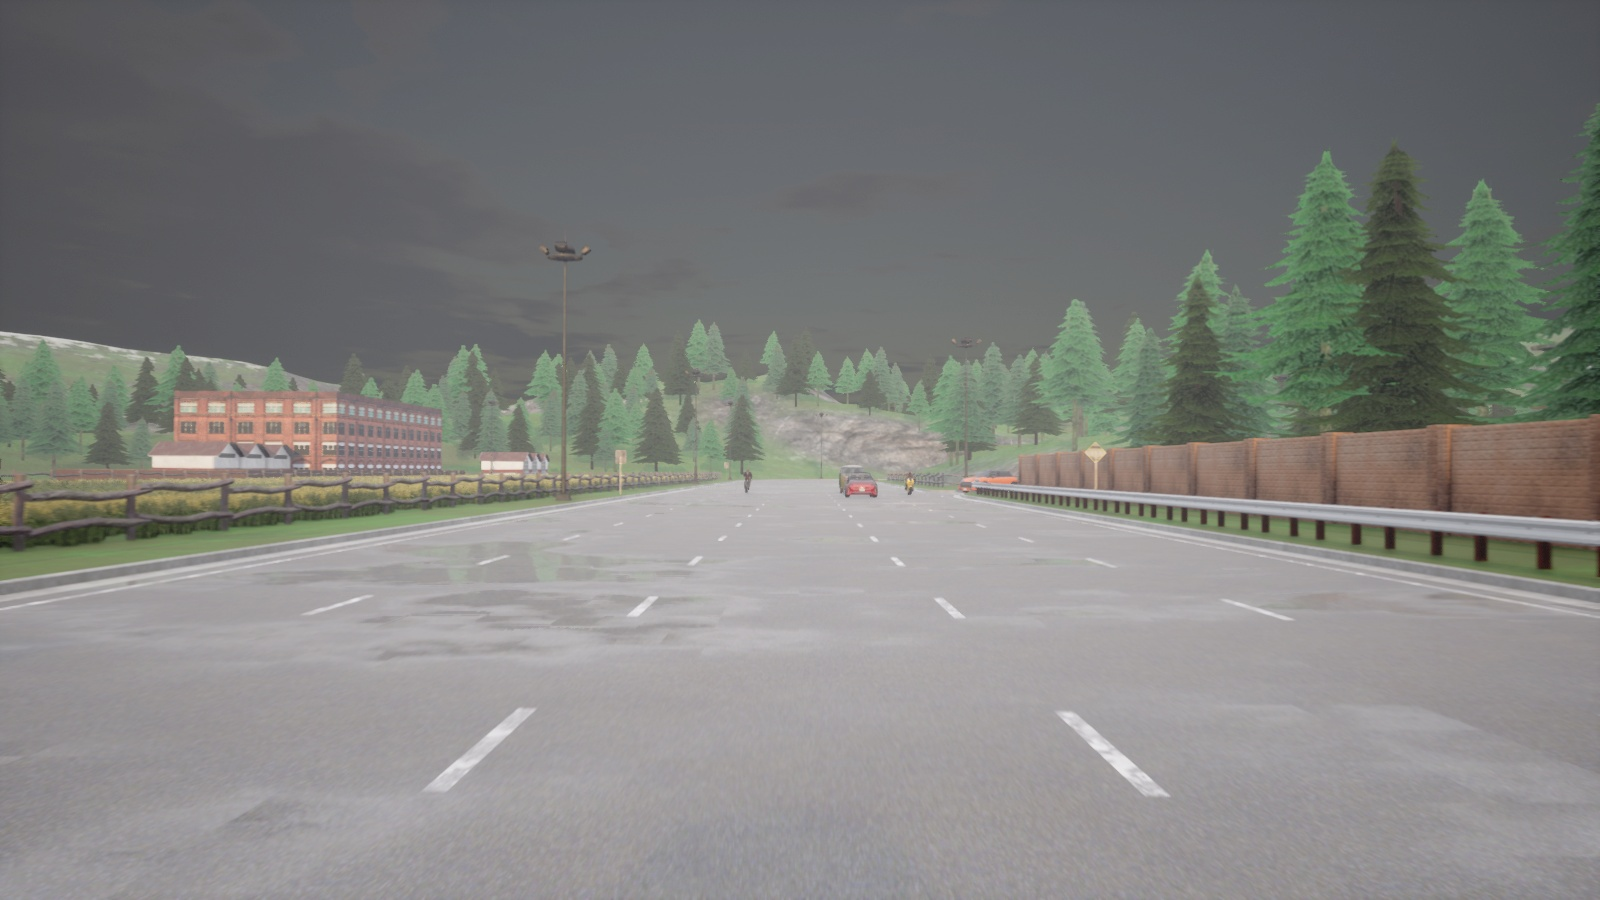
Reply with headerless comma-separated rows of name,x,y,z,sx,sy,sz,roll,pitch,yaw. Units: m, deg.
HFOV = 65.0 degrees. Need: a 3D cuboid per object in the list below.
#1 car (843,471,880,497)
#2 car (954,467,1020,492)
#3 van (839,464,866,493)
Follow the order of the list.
car,3.628,2.001,75.205,2.007,1.525,4.514,0,-1,0
car,13.593,2.139,91.249,4.553,1.767,2.097,0,-1,-35
van,3.673,2.030,88.586,1.775,1.987,4.442,0,-1,0
